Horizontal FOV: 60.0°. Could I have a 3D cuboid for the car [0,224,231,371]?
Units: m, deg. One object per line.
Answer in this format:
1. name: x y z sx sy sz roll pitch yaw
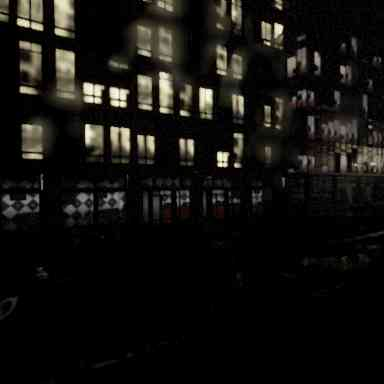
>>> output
1. car: -1.360 1.397 5.584 4.097 1.590 1.967 -1 1 -35
